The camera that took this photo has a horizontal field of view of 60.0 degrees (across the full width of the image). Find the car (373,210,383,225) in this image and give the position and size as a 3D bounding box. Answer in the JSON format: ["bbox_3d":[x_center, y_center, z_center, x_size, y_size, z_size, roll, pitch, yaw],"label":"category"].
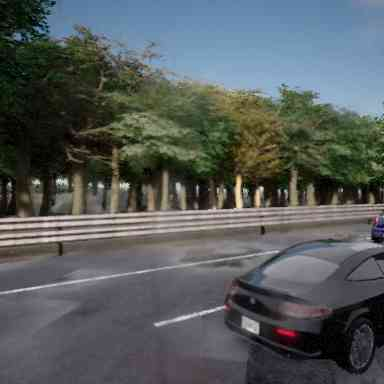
[{"bbox_3d":[10.014,1.343,14.707,4.553,1.767,2.097,0,0,-33],"label":"car"}]

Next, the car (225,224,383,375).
[{"bbox_3d":[2.638,1.520,5.547,4.674,1.442,1.812,0,0,-35],"label":"car"}]
